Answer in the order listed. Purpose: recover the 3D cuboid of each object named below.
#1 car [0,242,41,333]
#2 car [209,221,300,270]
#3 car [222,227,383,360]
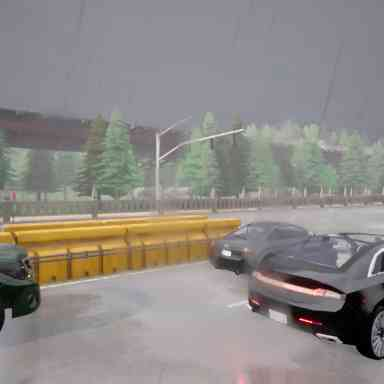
[{"bbox_3d":[-5.093,1.221,4.420,5.566,2.045,2.150,0,0,-35],"label":"car"},{"bbox_3d":[2.535,1.564,9.833,4.181,1.385,1.994,0,0,-36],"label":"car"},{"bbox_3d":[3.143,1.492,5.972,4.902,1.511,2.128,0,0,-36],"label":"car"}]
